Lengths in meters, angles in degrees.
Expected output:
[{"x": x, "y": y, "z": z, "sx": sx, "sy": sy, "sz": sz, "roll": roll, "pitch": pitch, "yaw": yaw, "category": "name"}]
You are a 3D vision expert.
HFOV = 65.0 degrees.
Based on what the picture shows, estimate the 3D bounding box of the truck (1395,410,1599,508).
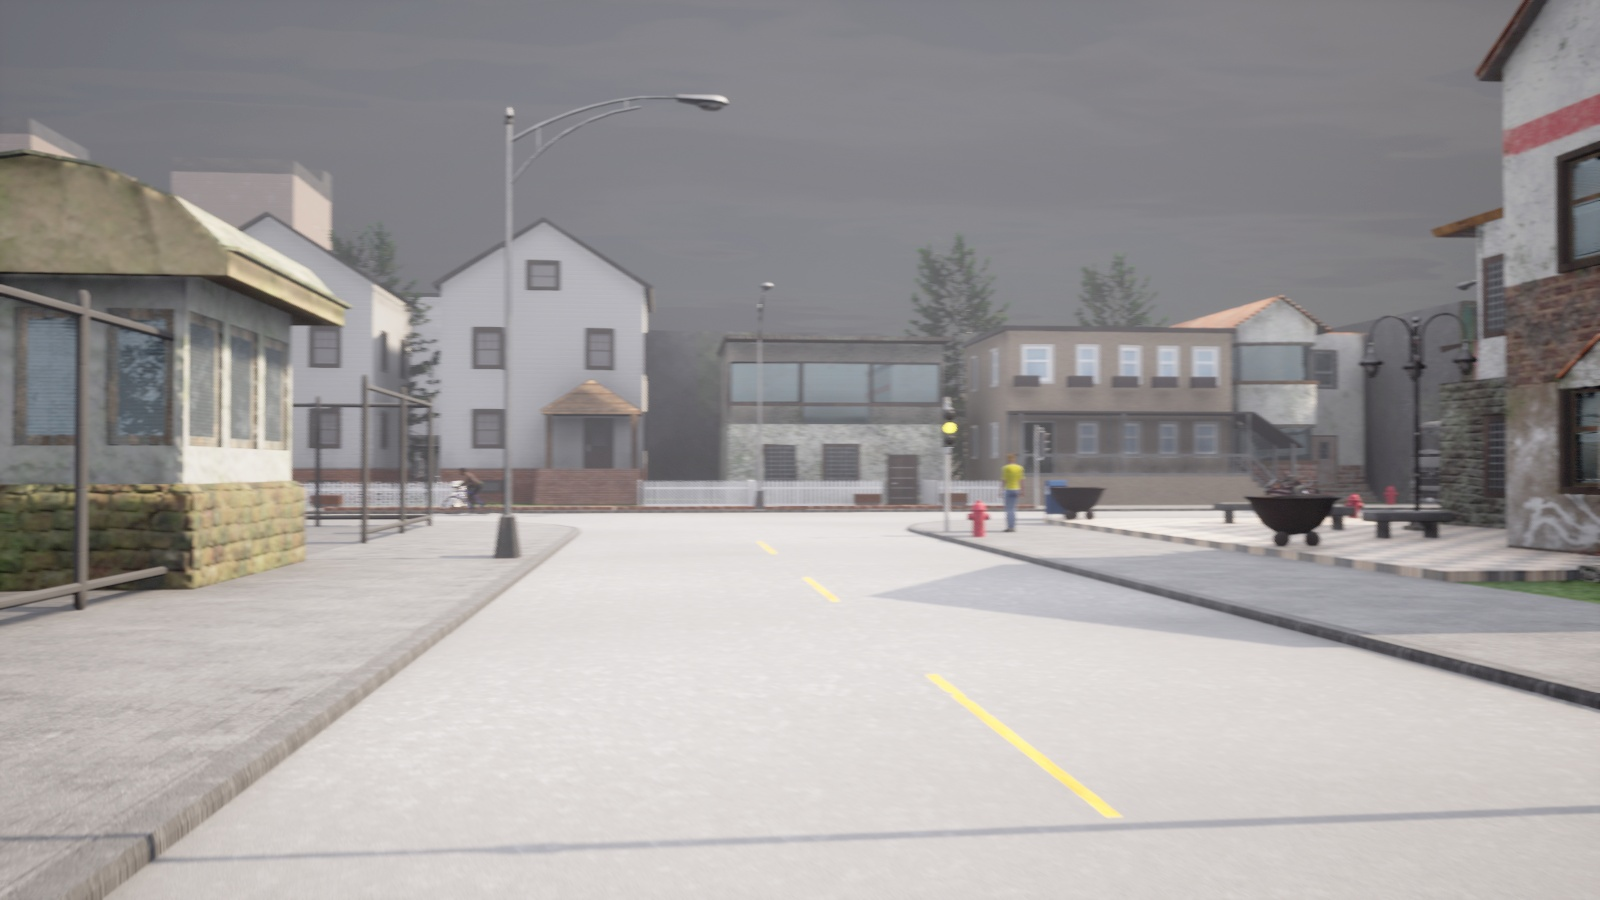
[{"x": 26.522, "y": 0.319, "z": 46.238, "sx": 7.936, "sy": 3.462, "sz": 2.891, "roll": 0, "pitch": -1, "yaw": -6, "category": "truck"}]

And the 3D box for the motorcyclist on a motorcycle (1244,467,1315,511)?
[{"x": 17.242, "y": 1.397, "z": 45.176, "sx": 2.191, "sy": 1.530, "sz": 0.866, "roll": 0, "pitch": -1, "yaw": -7, "category": "motorcyclist on a motorcycle"}]

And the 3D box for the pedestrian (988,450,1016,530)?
[{"x": 4.682, "y": 0.926, "z": 29.123, "sx": 0.354, "sy": 1.836, "sz": 0.706, "roll": 0, "pitch": -1, "yaw": -18, "category": "pedestrian"}]

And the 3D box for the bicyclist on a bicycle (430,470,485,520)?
[{"x": -11.389, "y": 1.501, "z": 41.825, "sx": 1.656, "sy": 1.620, "sz": 0.582, "roll": -1, "pitch": -1, "yaw": -3, "category": "bicyclist on a bicycle"}]
